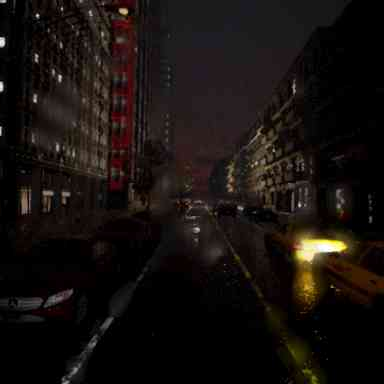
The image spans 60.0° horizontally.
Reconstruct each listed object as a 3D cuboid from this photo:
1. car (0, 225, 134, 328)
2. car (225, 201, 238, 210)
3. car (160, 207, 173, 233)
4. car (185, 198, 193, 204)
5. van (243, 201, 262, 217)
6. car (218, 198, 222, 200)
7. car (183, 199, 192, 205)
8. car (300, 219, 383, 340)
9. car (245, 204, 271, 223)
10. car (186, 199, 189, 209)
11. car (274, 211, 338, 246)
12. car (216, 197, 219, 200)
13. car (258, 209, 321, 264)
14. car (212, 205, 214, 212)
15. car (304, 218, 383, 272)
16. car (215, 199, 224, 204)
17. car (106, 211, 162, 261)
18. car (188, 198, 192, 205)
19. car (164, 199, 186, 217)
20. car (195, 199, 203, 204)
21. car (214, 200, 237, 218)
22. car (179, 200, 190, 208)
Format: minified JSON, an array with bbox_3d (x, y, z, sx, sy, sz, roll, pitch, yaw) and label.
[{"bbox_3d":[-2.614,1.603,7.008,1.802,1.307,4.206,2,-1,1],"label":"car"},{"bbox_3d":[6.860,2.331,57.688,1.802,1.307,4.206,2,-1,1],"label":"car"},{"bbox_3d":[-2.369,1.712,18.319,1.947,1.339,4.313,2,-1,1],"label":"car"},{"bbox_3d":[-0.781,2.460,91.836,1.887,1.381,4.507,2,-1,1],"label":"car"},{"bbox_3d":[6.380,1.850,35.070,1.690,1.788,3.998,2,-1,1],"label":"van"},{"bbox_3d":[7.227,2.505,74.653,1.802,1.307,4.206,2,-1,1],"label":"car"},{"bbox_3d":[-1.026,2.367,80.527,1.947,1.339,4.313,2,-1,1],"label":"car"},{"bbox_3d":[3.961,1.614,6.620,1.801,1.575,5.366,1,-1,1],"label":"car"},{"bbox_3d":[6.251,2.013,29.413,1.947,1.339,4.313,2,-1,1],"label":"car"},{"bbox_3d":[-1.760,2.034,46.596,1.802,1.307,4.206,2,-1,1],"label":"car"},{"bbox_3d":[6.007,1.875,18.103,2.008,1.369,4.403,2,-1,1],"label":"car"},{"bbox_3d":[7.350,2.530,80.308,2.008,1.369,4.403,2,-1,1],"label":"car"},{"bbox_3d":[4.007,1.679,12.619,1.801,1.575,5.366,1,-1,1],"label":"car"},{"bbox_3d":[3.959,2.193,48.296,1.895,1.301,4.718,1,-1,1],"label":"car"},{"bbox_3d":[5.885,1.828,12.447,1.947,1.339,4.313,2,-1,1],"label":"car"},{"bbox_3d":[7.594,2.644,91.618,2.008,1.369,4.403,2,-1,1],"label":"car"},{"bbox_3d":[-2.491,1.629,12.664,1.887,1.381,4.507,2,-1,1],"label":"car"},{"bbox_3d":[-1.510,2.011,57.907,1.967,1.590,4.097,2,-1,1],"label":"car"},{"bbox_3d":[-1.999,1.771,35.288,1.967,1.590,4.097,2,-1,1],"label":"car"},{"bbox_3d":[1.765,2.513,85.778,1.895,1.301,4.718,1,-1,1],"label":"car"},{"bbox_3d":[3.719,1.937,35.881,1.882,1.535,5.008,1,-1,2],"label":"car"},{"bbox_3d":[-1.393,2.211,63.560,1.802,1.307,4.206,2,-1,1],"label":"car"}]
